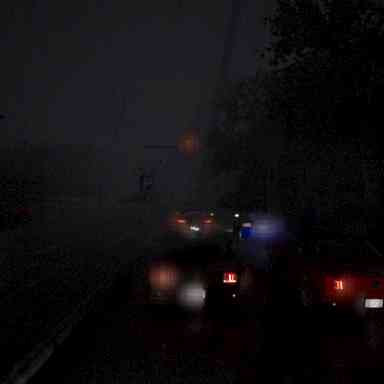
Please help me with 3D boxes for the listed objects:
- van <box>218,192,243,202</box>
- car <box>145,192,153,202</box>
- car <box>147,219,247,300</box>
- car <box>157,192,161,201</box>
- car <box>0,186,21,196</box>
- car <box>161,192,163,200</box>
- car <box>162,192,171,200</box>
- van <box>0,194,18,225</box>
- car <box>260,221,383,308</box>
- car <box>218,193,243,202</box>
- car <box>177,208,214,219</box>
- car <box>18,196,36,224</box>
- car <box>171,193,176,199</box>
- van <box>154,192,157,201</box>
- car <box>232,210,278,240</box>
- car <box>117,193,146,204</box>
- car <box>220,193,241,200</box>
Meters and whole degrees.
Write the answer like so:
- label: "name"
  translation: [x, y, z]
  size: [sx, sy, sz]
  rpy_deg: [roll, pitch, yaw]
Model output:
- label: "van"
  translation: [7.288, 1.042, 63.978]
  size: [4.442, 1.987, 1.878]
  rpy_deg: [1, 0, -14]
- label: "car"
  translation: [-10.795, 1.315, 64.377]
  size: [5.366, 1.575, 1.946]
  rpy_deg: [-1, 0, -15]
- label: "car"
  translation: [0.110, 1.612, 8.378]
  size: [1.895, 1.301, 4.718]
  rpy_deg: [0, 0, 0]
- label: "car"
  translation: [-10.007, 1.321, 73.340]
  size: [4.892, 1.521, 2.231]
  rpy_deg: [-1, 0, -14]
- label: "car"
  translation: [-28.161, 0.136, 52.254]
  size: [2.002, 1.452, 4.674]
  rpy_deg: [6, -3, -19]
- label: "car"
  translation: [-9.634, 1.359, 76.335]
  size: [4.674, 1.452, 2.002]
  rpy_deg: [-1, 0, -13]
- label: "car"
  translation: [-8.447, 1.357, 85.319]
  size: [4.674, 1.452, 2.002]
  rpy_deg: [-1, 0, -12]
- label: "van"
  translation: [-13.601, 1.296, 20.601]
  size: [4.442, 1.987, 1.878]
  rpy_deg: [-1, 0, -19]
- label: "car"
  translation: [3.120, 1.611, 7.888]
  size: [1.895, 1.301, 4.718]
  rpy_deg: [0, 0, 0]
- label: "car"
  translation: [7.672, 1.141, 66.947]
  size: [4.553, 1.767, 2.185]
  rpy_deg: [1, 0, -14]
- label: "car"
  translation: [0.172, 1.552, 17.480]
  size: [1.812, 1.442, 4.674]
  rpy_deg: [0, 0, 1]
- label: "car"
  translation: [-13.626, 1.403, 23.578]
  size: [4.553, 1.767, 2.185]
  rpy_deg: [-1, 0, -19]
- label: "car"
  translation: [-7.996, 1.064, 88.325]
  size: [5.566, 2.045, 2.435]
  rpy_deg: [-1, 0, -12]
- label: "van"
  translation: [-10.236, 1.092, 70.369]
  size: [4.442, 1.987, 1.878]
  rpy_deg: [-1, 0, -14]
- label: "car"
  translation: [3.165, 1.588, 16.635]
  size: [1.994, 1.385, 4.181]
  rpy_deg: [0, 0, 1]
- label: "car"
  translation: [-11.440, 1.358, 61.384]
  size: [4.792, 1.488, 2.163]
  rpy_deg: [-1, 0, -15]
- label: "car"
  translation: [9.464, 1.128, 81.647]
  size: [4.553, 1.767, 2.185]
  rpy_deg: [1, 0, -12]
